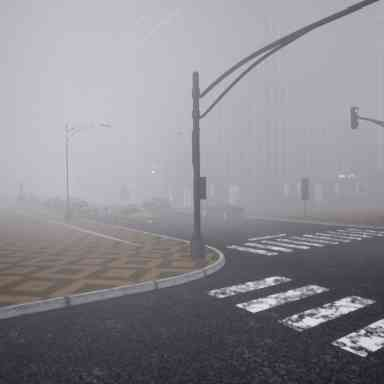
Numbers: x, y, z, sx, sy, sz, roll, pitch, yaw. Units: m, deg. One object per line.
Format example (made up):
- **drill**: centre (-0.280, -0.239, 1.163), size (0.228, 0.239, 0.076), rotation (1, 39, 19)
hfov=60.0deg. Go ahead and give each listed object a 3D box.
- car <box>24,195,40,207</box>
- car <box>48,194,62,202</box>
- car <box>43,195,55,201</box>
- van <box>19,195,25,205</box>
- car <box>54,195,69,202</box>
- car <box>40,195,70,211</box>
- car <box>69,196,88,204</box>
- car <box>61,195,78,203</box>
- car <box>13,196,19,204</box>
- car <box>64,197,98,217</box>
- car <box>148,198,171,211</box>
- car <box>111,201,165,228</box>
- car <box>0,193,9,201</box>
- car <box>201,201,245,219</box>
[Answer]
- **car**: centre (-23.443, 1.411, 50.128), size (1.967, 1.590, 4.097), rotation (-1, 1, -36)
- **car**: centre (-29.992, 1.256, 72.783), size (1.967, 1.590, 4.097), rotation (-1, 1, -36)
- **car**: centre (-33.329, 1.331, 77.438), size (1.752, 1.417, 4.829), rotation (-1, 1, -36)
- **van**: centre (-26.682, 1.303, 54.643), size (1.690, 1.788, 3.998), rotation (-1, 1, -36)
- **car**: centre (-26.753, 1.407, 68.269), size (1.802, 1.307, 4.206), rotation (-1, 1, -36)
- **car**: centre (-16.967, 1.429, 41.096), size (1.967, 1.590, 4.097), rotation (-1, 1, -36)
- **car**: centre (-20.277, 1.388, 59.236), size (1.887, 1.381, 4.507), rotation (-1, 1, -36)
- **car**: centre (-23.515, 1.385, 63.752), size (2.008, 1.369, 4.403), rotation (-1, 1, -36)
- **car**: centre (-33.157, 1.494, 63.677), size (2.008, 1.369, 4.403), rotation (-1, 1, -36)
- **car**: centre (-10.439, 1.533, 31.894), size (1.752, 1.417, 4.829), rotation (-1, 1, -36)
- **car**: centre (-4.040, 1.328, 36.691), size (1.967, 1.590, 4.097), rotation (-1, 1, -36)
- **car**: centre (-4.019, 1.552, 22.819), size (1.752, 1.417, 4.829), rotation (-1, 1, -36)
- **car**: centre (-46.110, 1.449, 81.740), size (1.887, 1.381, 4.507), rotation (-1, 1, -36)
- **car**: centre (2.496, 1.455, 27.700), size (2.008, 1.369, 4.403), rotation (-1, 1, -36)
